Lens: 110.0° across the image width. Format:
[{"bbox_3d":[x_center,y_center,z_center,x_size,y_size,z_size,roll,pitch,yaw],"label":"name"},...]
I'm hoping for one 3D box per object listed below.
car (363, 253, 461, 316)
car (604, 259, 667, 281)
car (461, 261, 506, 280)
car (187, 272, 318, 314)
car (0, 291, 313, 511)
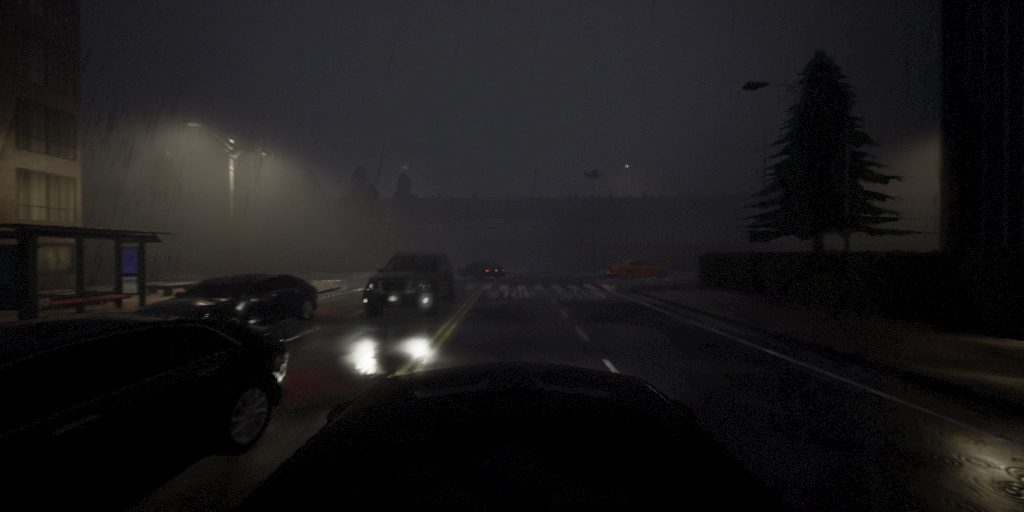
[{"bbox_3d":[-3.500,0.895,13.327,2.150,2.045,5.566,0,0,0],"label":"car"},{"bbox_3d":[9.271,1.004,26.836,5.008,1.535,1.882,0,-1,-21],"label":"car"},{"bbox_3d":[-2.515,1.094,28.435,2.033,1.411,5.357,0,0,-33],"label":"car"},{"bbox_3d":[-7.048,1.226,9.389,1.837,1.490,4.892,0,0,1],"label":"car"},{"bbox_3d":[-3.585,1.260,2.296,1.837,1.490,4.892,0,0,0],"label":"car"}]
